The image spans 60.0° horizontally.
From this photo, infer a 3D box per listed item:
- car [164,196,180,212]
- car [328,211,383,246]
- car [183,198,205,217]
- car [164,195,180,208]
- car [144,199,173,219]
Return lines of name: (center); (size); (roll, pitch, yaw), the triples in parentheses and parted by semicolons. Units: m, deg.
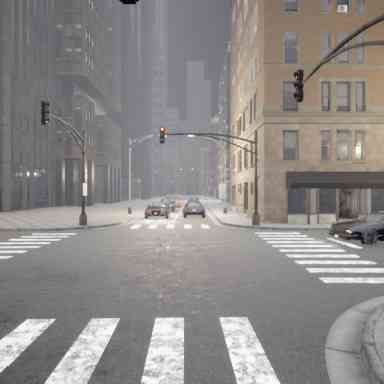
car: (-2.943, 1.506, 39.282); (2.128, 1.511, 4.902); (0, 0, 0)
car: (9.033, 1.546, 14.837); (5.357, 1.411, 2.033); (0, 0, -3)
car: (0.213, 1.575, 31.358); (1.994, 1.385, 4.181); (0, 0, 0)
car: (-2.900, 1.369, 49.180); (2.097, 1.767, 4.553); (0, 0, 0)
car: (-2.986, 1.574, 29.427); (1.994, 1.385, 4.181); (0, 0, 0)
